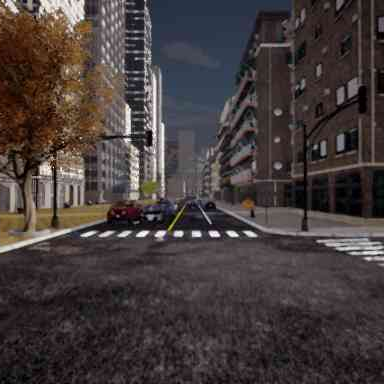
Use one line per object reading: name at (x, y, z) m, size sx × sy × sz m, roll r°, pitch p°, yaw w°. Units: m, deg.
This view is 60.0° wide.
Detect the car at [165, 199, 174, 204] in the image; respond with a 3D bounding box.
car at (-5.686, 2.358, 83.305) m, size 2.008 × 1.369 × 4.403 m, roll 0°, pitch -1°, yaw 0°

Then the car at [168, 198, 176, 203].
car at (-5.686, 2.469, 94.350) m, size 1.887 × 1.381 × 4.507 m, roll 0°, pitch -1°, yaw 0°

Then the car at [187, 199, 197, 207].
car at (0.005, 2.207, 67.934) m, size 1.994 × 1.385 × 4.181 m, roll 0°, pitch -1°, yaw 0°

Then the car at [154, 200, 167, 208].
car at (-5.688, 2.144, 61.215) m, size 1.947 × 1.339 × 4.313 m, roll 0°, pitch -1°, yaw 0°

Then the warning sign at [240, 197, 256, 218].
warning sign at (5.071, 1.393, 30.207) m, size 1.300 × 1.860 × 1.060 m, roll 0°, pitch 0°, yaw 0°

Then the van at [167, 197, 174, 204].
van at (-5.686, 2.207, 88.829) m, size 1.690 × 1.788 × 3.998 m, roll 0°, pitch -1°, yaw 0°

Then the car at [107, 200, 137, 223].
car at (-5.690, 1.573, 28.081) m, size 2.192 × 1.841 × 5.009 m, roll 0°, pitch -1°, yaw 0°

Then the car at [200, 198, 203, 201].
car at (2.693, 2.050, 55.862) m, size 1.752 × 1.417 × 4.829 m, roll 0°, pitch -1°, yaw 0°

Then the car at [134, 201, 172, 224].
car at (-3.098, 1.742, 27.257) m, size 2.128 × 1.511 × 4.902 m, roll 0°, pitch -1°, yaw 0°

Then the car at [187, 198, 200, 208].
car at (0.105, 2.141, 57.448) m, size 1.895 × 1.301 × 4.718 m, roll 0°, pitch -1°, yaw 0°

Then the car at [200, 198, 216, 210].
car at (2.693, 2.034, 50.169) m, size 1.947 × 1.339 × 4.313 m, roll 0°, pitch -1°, yaw 0°

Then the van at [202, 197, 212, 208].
van at (2.693, 1.919, 61.217) m, size 1.690 × 1.788 × 3.998 m, roll 0°, pitch -1°, yaw 0°

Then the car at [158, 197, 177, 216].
car at (-3.093, 1.696, 37.136) m, size 2.097 × 1.767 × 4.553 m, roll 0°, pitch -1°, yaw 0°

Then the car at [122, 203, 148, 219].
car at (-5.690, 1.876, 33.602) m, size 1.947 × 1.339 × 4.313 m, roll 0°, pitch -1°, yaw 0°

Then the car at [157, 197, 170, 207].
car at (-5.688, 1.950, 66.739) m, size 2.192 × 1.841 × 5.009 m, roll 0°, pitch -1°, yaw 0°
